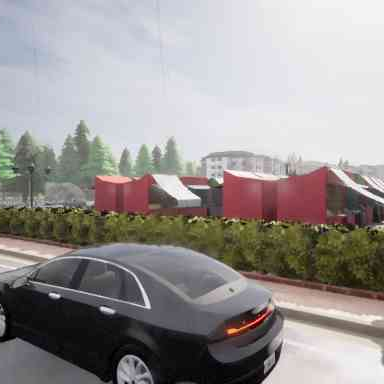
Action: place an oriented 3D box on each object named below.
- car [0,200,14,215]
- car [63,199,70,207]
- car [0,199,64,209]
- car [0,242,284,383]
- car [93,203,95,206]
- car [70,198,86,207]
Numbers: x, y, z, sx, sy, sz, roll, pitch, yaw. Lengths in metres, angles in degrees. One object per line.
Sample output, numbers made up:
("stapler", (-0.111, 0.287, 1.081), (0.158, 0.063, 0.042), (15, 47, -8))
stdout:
("car", (-20.862, 1.603, 32.821), (2.033, 1.411, 5.357), (0, 0, 39))
("car", (-15.516, 1.656, 34.248), (1.895, 1.301, 4.718), (0, 0, 36))
("car", (-14.502, 1.603, 29.354), (2.033, 1.411, 5.357), (0, 0, 36))
("car", (-1.173, 1.505, 4.839), (4.892, 1.490, 1.837), (0, 0, 36))
("car", (-10.198, 1.407, 41.555), (2.097, 1.767, 4.553), (0, 0, 36))
("car", (-15.252, 1.547, 40.559), (2.128, 1.511, 4.902), (0, 0, 36))
